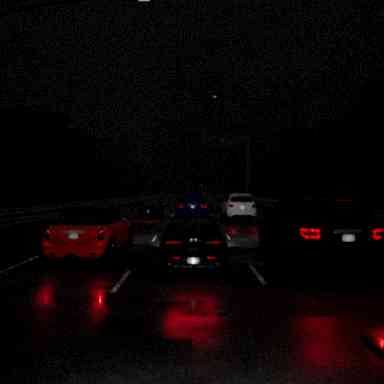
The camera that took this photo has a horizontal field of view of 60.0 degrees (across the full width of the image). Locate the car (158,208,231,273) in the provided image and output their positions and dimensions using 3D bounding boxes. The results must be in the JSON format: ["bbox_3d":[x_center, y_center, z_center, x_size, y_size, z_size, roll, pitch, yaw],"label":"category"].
[{"bbox_3d":[0.057,1.453,10.550,1.837,1.490,4.892,0,-1,1],"label":"car"}]

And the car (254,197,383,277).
[{"bbox_3d":[3.560,1.166,10.190,2.150,2.045,5.566,0,-1,0],"label":"car"}]

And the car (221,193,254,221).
[{"bbox_3d":[3.560,1.112,25.984,2.150,2.045,5.566,0,1,0],"label":"car"}]

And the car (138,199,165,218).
[{"bbox_3d":[-3.427,1.356,28.666,1.882,1.535,5.008,0,0,0],"label":"car"}]

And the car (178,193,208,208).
[{"bbox_3d":[0.063,1.111,26.124,2.150,2.045,5.566,0,0,0],"label":"car"}]

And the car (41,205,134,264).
[{"bbox_3d":[-3.435,1.296,11.804,2.097,1.767,4.553,0,0,0],"label":"car"}]
